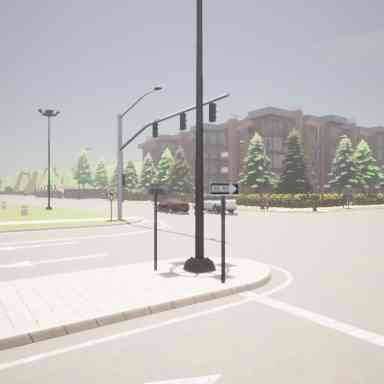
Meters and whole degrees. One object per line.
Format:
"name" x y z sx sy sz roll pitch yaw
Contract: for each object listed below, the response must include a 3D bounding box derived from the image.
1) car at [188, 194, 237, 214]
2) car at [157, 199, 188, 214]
"car" 2.321 1.221 35.031 2.150 2.045 5.566 0 0 -36
"car" -2.285 1.477 35.421 1.882 1.535 5.008 0 0 -36
